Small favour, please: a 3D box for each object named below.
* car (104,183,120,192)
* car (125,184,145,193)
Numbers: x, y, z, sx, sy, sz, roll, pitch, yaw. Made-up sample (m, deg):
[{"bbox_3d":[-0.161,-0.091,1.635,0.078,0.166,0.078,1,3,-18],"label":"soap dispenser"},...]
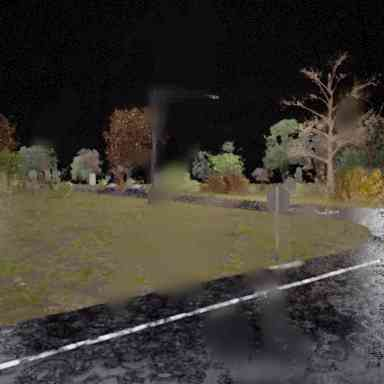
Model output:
[{"bbox_3d":[-14.871,-0.857,61.905,1.812,1.442,4.674,-1,2,-36],"label":"car"},{"bbox_3d":[-9.259,-0.553,54.126,1.812,1.442,4.674,-1,2,-36],"label":"car"}]
